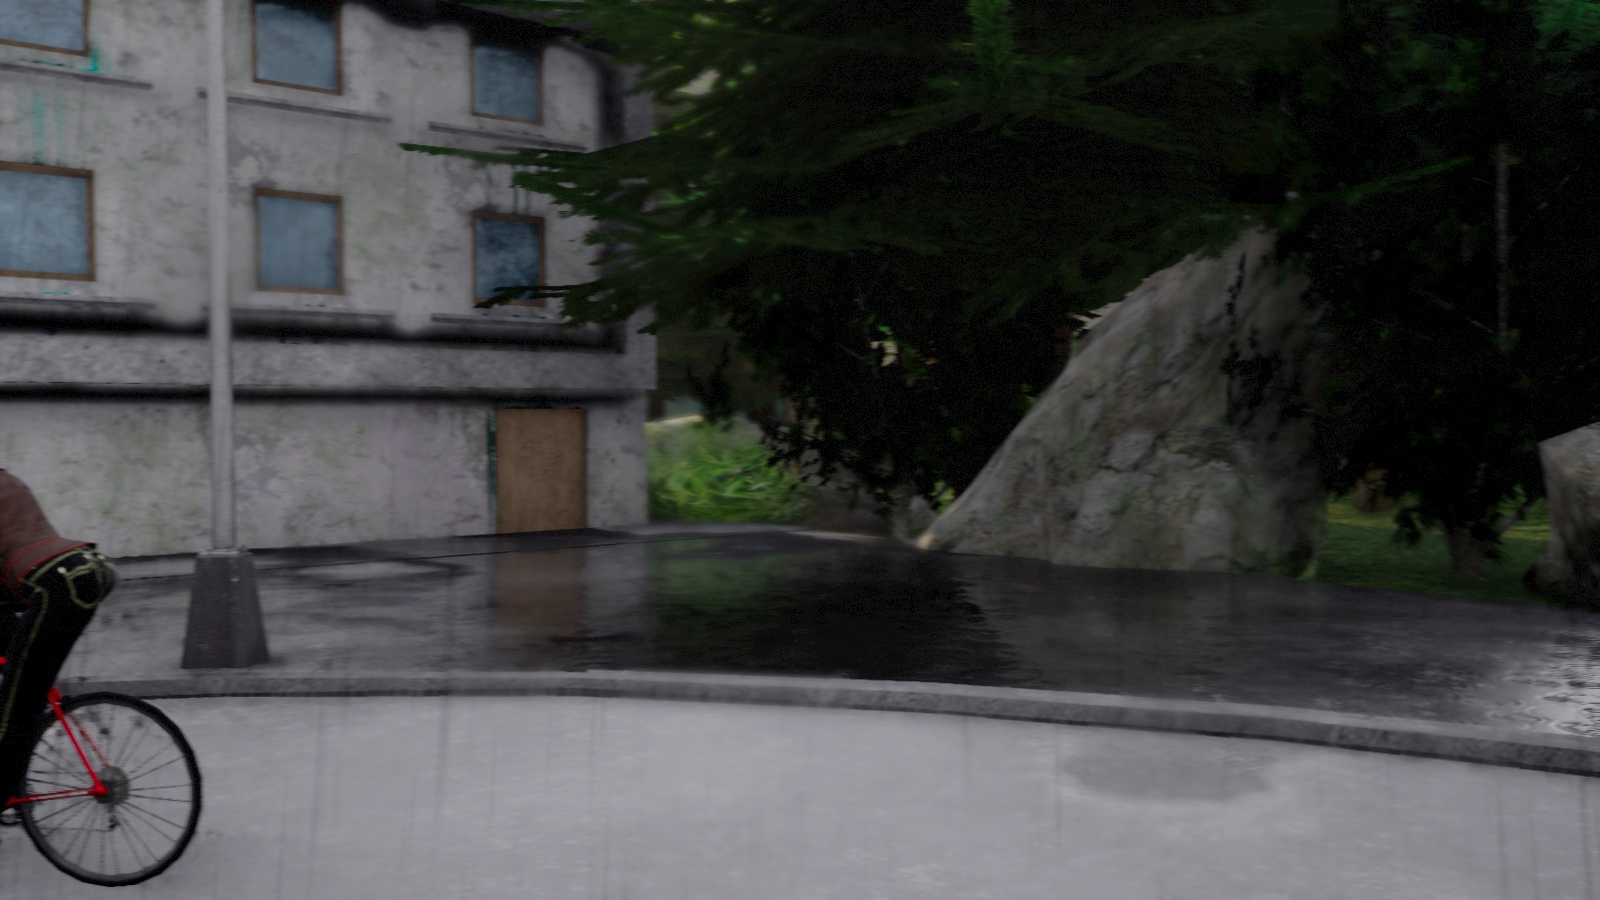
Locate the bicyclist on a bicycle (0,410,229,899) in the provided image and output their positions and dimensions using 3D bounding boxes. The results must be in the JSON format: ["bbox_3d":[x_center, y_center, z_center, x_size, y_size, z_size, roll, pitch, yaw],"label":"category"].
[{"bbox_3d":[-2.940,0.681,4.326,1.656,1.620,0.582,0,3,5],"label":"bicyclist on a bicycle"}]
